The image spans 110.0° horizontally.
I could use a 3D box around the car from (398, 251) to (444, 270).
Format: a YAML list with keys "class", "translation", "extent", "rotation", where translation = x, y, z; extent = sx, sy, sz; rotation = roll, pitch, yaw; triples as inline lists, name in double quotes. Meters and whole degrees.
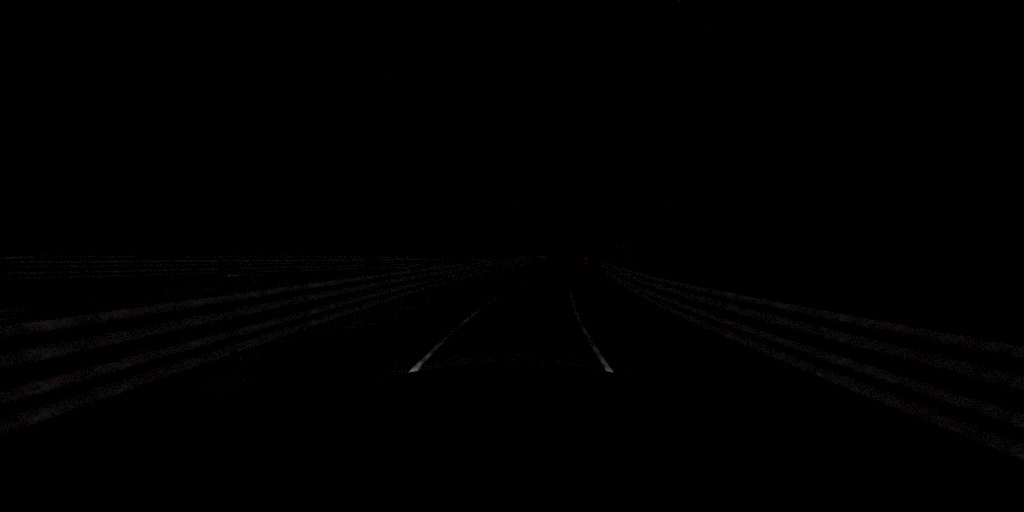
- class: "car"
  translation: [-10.390, 0.448, 41.222]
  extent: [2.150, 2.045, 5.566]
  rotation: [1, 1, 35]

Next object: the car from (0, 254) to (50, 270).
- class: "car"
  translation: [-30.250, 0.412, 19.974]
  extent: [2.150, 2.045, 5.566]
  rotation: [1, 1, 37]

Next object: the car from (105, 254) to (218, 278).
- class: "car"
  translation: [-22.968, 0.569, 23.841]
  extent: [2.033, 1.411, 5.357]
  rotation: [1, 1, 37]
